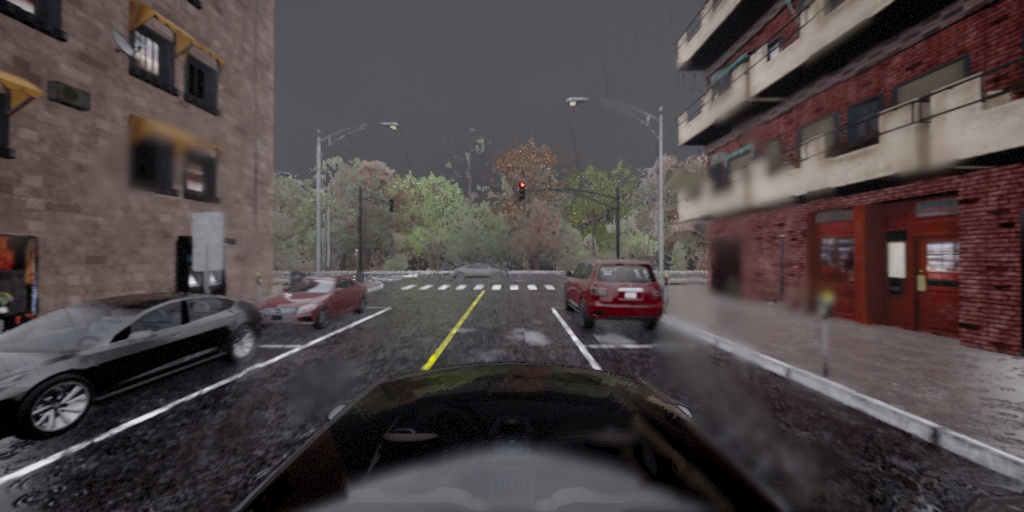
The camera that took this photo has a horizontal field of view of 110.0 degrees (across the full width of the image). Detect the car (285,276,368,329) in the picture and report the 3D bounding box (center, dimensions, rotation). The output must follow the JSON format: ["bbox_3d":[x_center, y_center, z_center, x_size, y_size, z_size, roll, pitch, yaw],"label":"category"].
[{"bbox_3d":[-5.826,1.277,10.978,1.802,1.307,4.207,0,0,0],"label":"car"}]

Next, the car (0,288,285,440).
[{"bbox_3d":[-5.822,1.293,5.411,1.948,1.339,4.313,0,0,0],"label":"car"}]

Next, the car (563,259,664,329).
[{"bbox_3d":[2.822,1.010,10.951,2.192,1.841,5.009,0,0,0],"label":"car"}]

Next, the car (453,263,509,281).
[{"bbox_3d":[-2.335,1.193,27.199,4.181,1.385,1.994,0,0,1],"label":"car"}]
